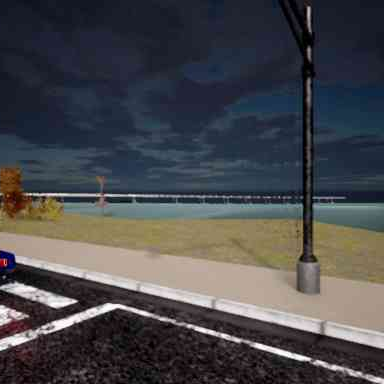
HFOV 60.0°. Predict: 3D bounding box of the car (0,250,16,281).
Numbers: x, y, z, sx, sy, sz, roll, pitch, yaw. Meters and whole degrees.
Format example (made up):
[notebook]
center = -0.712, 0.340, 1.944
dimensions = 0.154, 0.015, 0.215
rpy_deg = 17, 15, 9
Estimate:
[car]
center = -6.455, 1.637, 8.285
dimensions = 4.718, 1.301, 1.895
rpy_deg = 0, 0, 35
